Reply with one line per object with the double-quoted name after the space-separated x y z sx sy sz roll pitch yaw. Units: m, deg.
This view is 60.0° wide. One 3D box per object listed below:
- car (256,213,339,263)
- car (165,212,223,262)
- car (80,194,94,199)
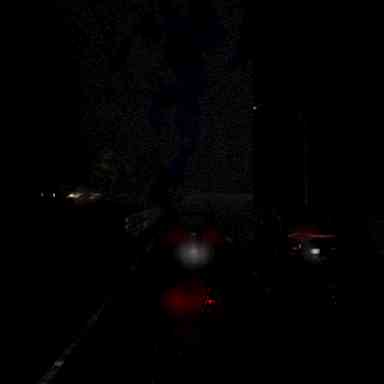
3.569 1.496 12.025 2.128 1.511 4.902 0 0 0 "car"
0.070 1.510 12.167 1.837 1.490 4.892 0 0 0 "car"
-26.601 1.087 83.856 5.357 1.411 2.033 1 1 44 "car"
